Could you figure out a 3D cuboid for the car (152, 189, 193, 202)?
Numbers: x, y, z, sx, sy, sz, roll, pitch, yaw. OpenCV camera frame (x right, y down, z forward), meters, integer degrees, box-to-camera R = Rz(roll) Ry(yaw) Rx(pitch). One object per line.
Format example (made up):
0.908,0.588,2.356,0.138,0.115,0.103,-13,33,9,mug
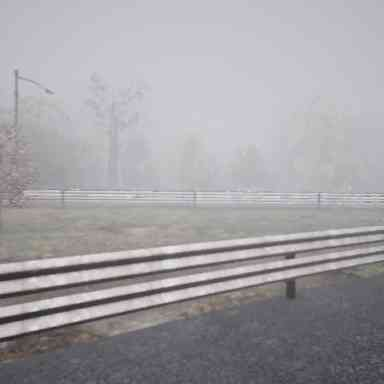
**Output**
-2.291,0.403,38.617,4.674,1.442,1.812,1,0,-4,car

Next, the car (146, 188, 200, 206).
-1.815,0.454,31.634,5.357,1.411,2.033,1,0,-4,car

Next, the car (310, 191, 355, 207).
13.829,0.640,32.742,4.181,1.385,1.994,1,0,-4,car

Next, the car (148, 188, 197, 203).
-2.053,0.374,35.125,5.008,1.535,1.882,1,0,-4,car
